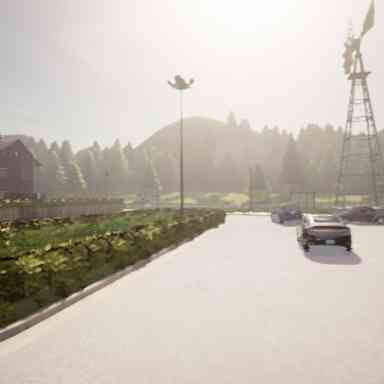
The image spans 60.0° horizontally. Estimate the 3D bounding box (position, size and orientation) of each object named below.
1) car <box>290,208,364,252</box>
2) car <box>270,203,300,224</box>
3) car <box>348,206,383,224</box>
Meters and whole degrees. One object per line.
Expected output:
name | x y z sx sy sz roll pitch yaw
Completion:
car | 5.753 1.688 14.811 2.128 1.511 4.902 -1 -1 14
car | 8.252 1.734 29.131 2.097 1.767 4.553 -3 0 2
car | 13.593 1.841 26.997 3.905 1.438 1.784 -1 -1 13
